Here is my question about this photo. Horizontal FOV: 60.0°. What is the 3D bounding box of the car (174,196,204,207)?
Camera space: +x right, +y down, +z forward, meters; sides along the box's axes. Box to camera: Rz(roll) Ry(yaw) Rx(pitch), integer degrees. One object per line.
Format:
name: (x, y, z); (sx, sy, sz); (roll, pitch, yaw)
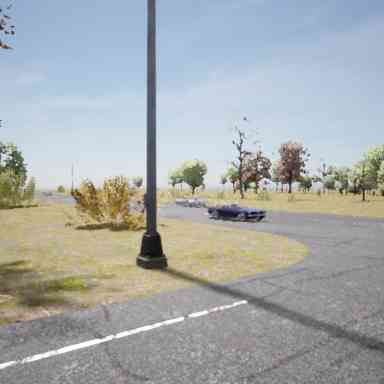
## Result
car: (-0.383, 1.173, 41.970); (1.895, 1.301, 4.718); (-1, 1, -35)

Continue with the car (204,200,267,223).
car: (3.252, 1.448, 24.675); (1.895, 1.301, 4.718); (-1, 1, -35)

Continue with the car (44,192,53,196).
car: (-37.486, 0.525, 87.072); (1.895, 1.301, 4.718); (-1, 1, -28)
